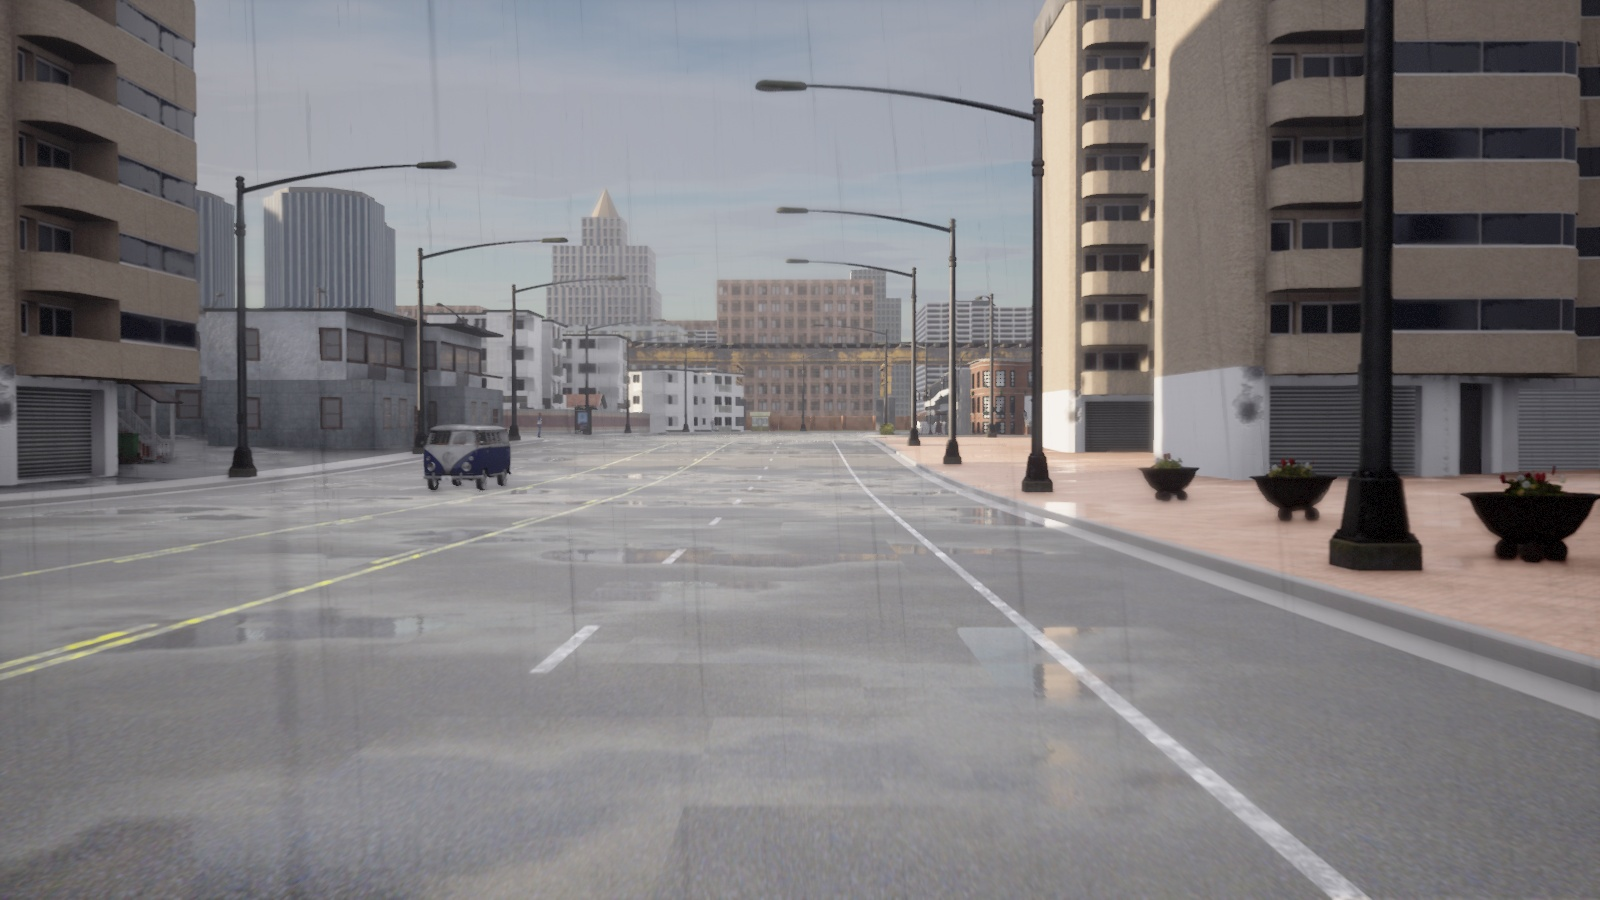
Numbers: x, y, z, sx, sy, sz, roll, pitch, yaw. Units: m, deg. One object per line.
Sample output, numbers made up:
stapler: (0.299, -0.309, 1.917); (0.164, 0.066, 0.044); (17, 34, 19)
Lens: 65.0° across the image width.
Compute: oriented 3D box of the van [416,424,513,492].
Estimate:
van: (-10.263, 0.185, 38.705); (1.775, 1.987, 4.442); (0, 1, 0)
